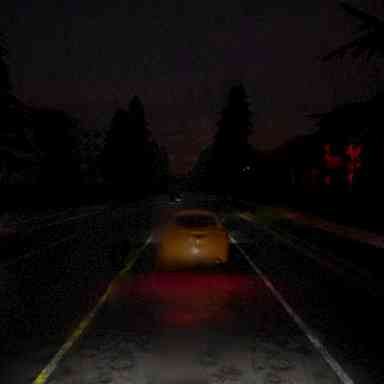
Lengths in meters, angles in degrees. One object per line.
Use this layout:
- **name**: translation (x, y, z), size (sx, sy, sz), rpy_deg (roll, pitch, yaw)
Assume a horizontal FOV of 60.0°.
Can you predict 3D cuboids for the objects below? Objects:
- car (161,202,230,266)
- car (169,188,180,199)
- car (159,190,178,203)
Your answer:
- **car**: translation (0.091, 1.311, 10.870), size (1.882, 1.535, 5.008), rpy_deg (0, 1, 0)
- **car**: translation (-3.503, 0.249, 64.038), size (2.150, 2.045, 5.566), rpy_deg (0, 1, 1)
- **car**: translation (-3.572, 0.828, 47.415), size (2.033, 1.411, 5.357), rpy_deg (0, 1, 0)
